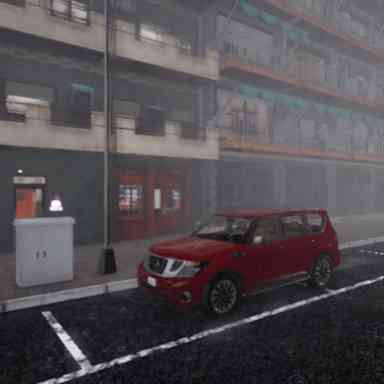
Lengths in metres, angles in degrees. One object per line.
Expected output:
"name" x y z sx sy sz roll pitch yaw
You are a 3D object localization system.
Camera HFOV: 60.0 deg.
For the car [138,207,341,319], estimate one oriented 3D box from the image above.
"car" 1.322 1.296 7.501 5.009 1.841 2.192 0 0 -35
